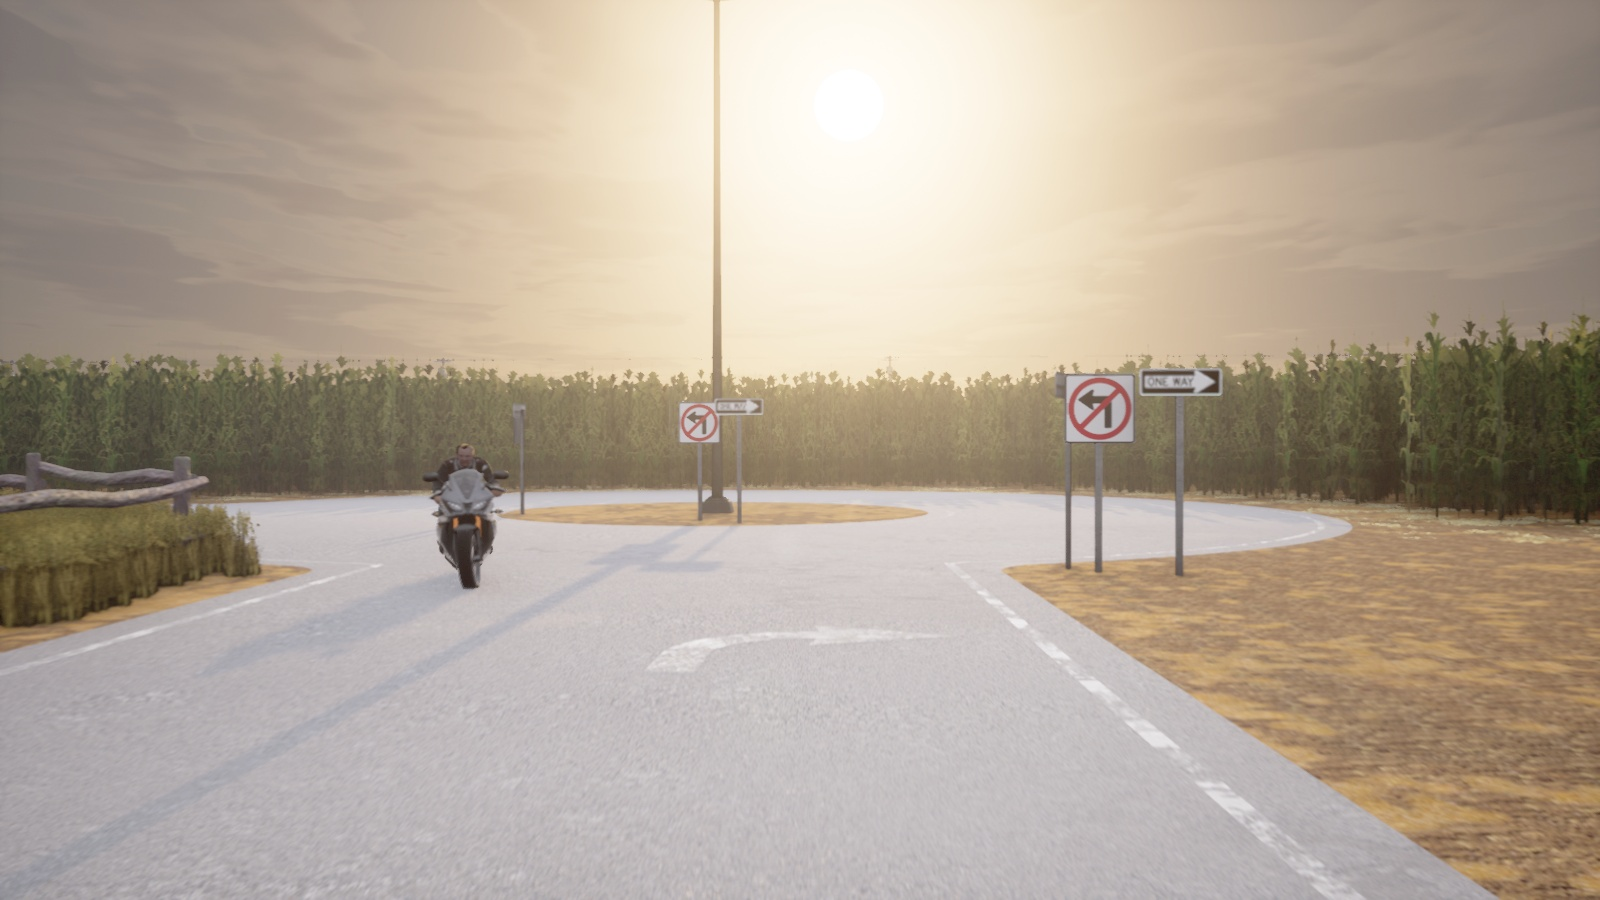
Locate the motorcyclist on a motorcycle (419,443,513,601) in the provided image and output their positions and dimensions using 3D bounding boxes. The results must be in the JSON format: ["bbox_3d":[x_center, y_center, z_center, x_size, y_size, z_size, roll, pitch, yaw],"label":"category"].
[{"bbox_3d":[-3.601,0.702,13.517,0.866,1.530,2.191,-1,1,-15],"label":"motorcyclist on a motorcycle"}]
